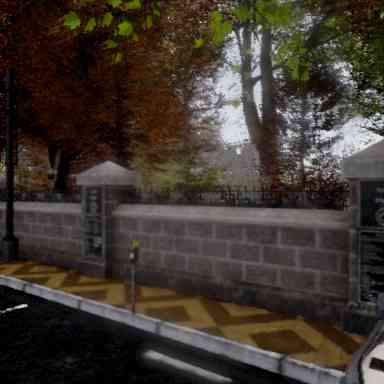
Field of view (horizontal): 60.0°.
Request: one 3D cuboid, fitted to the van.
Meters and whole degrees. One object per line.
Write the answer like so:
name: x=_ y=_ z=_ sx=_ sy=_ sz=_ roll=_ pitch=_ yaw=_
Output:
van: x=2.492 y=1.335 z=0.945 sx=3.998 sy=1.788 sz=1.690 roll=0 pitch=0 yaw=35
